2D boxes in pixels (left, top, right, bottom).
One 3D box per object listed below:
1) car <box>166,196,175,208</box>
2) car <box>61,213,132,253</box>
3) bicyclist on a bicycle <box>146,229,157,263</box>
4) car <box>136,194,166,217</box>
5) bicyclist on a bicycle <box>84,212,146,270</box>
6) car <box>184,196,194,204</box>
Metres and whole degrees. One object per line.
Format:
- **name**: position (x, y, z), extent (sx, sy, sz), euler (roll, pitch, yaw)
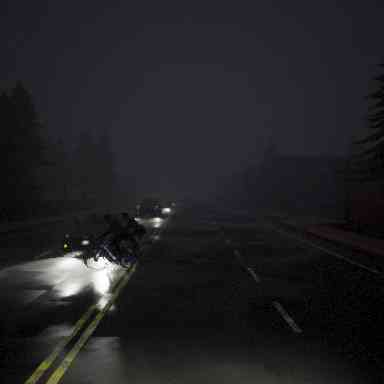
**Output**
- **car**: position (-4.050, 1.491, 49.065), extent (2.128, 1.511, 4.902), euler (0, 0, 0)
- **car**: position (-3.718, 1.563, 13.569), extent (1.994, 1.385, 4.181), euler (0, 0, -1)
- **bicyclist on a bicycle**: position (-1.939, 1.453, 10.451), extent (1.656, 1.620, 0.582), euler (-1, 0, -3)
- **car**: position (-3.880, 1.352, 30.743), extent (2.097, 1.767, 4.553), euler (0, 0, -1)
- **bicyclist on a bicycle**: position (-2.270, 1.453, 9.566), extent (1.656, 1.620, 0.582), euler (-1, 0, -4)
- **car**: position (-0.511, 1.547, 65.829), extent (2.033, 1.411, 5.357), euler (0, 0, -1)
